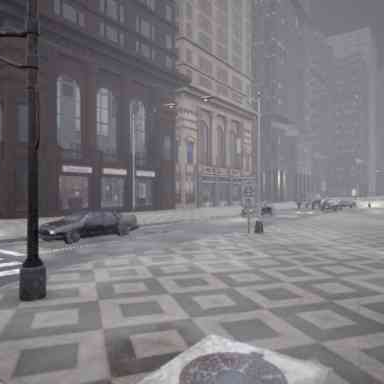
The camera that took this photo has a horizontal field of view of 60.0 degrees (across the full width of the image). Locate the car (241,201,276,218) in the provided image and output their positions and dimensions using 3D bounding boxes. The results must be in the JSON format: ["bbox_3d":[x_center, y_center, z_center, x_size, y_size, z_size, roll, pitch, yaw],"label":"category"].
[{"bbox_3d":[6.453,1.585,32.113,2.128,1.511,4.902,0,0,36],"label":"car"}]

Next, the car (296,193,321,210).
[{"bbox_3d":[16.104,1.169,45.436,2.150,2.045,5.566,0,0,36],"label":"car"}]

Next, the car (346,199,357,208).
[{"bbox_3d":[23.736,1.702,50.766,2.033,1.411,5.357,0,0,36],"label":"car"}]

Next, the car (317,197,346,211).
[{"bbox_3d":[17.832,1.655,42.523,1.812,1.442,4.674,0,0,36],"label":"car"}]

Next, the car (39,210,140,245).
[{"bbox_3d":[-4.924,1.583,16.205,2.033,1.411,5.357,0,0,34],"label":"car"}]
